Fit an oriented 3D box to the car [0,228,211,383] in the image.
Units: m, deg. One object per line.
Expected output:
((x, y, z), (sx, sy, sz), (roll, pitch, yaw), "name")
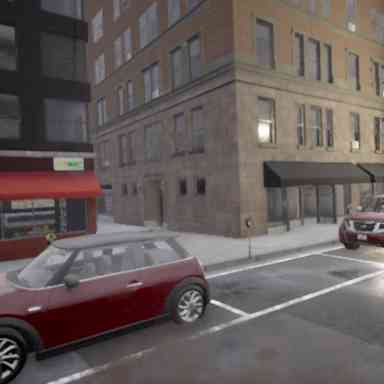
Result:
((-1.766, 1.445, 5.257), (4.097, 1.590, 1.967), (-2, 0, -35), "car")

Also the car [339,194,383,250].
((7.236, 0.982, 11.591), (5.009, 1.841, 2.192), (-2, 0, -35), "car")
